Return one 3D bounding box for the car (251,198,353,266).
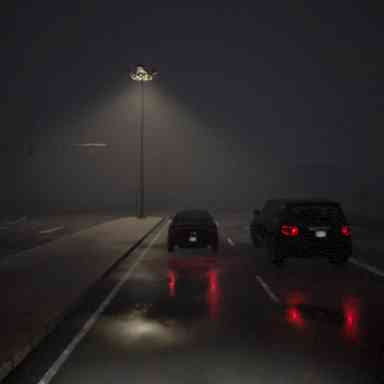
[{"bbox_3d":[3.529,1.224,11.726,2.150,2.045,5.566,0,0,0],"label":"car"}]

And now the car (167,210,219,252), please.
[{"bbox_3d":[0.052,1.479,14.035,1.882,1.535,5.008,0,0,1],"label":"car"}]
